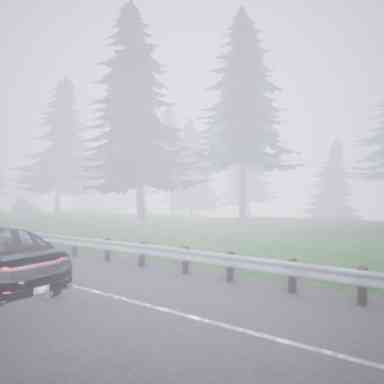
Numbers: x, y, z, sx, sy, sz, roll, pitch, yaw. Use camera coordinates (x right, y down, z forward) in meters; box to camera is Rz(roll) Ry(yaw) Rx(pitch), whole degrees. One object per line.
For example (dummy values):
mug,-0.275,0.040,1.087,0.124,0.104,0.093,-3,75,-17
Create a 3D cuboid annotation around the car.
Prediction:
car,-4.642,1.523,7.266,4.902,1.511,2.128,0,0,35
